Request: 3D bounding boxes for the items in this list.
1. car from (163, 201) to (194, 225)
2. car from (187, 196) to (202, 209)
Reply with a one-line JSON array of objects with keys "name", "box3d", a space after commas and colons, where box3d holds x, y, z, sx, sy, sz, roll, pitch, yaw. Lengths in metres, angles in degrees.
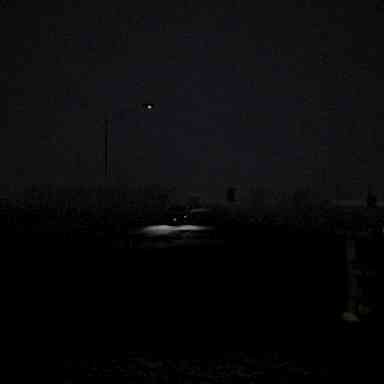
[{"name": "car", "box3d": [-1.110, 1.757, 26.405, 1.837, 1.490, 4.892, 0, 0, 3]}, {"name": "car", "box3d": [0.476, 1.694, 53.977, 2.150, 2.045, 5.566, 0, 0, 3]}]
